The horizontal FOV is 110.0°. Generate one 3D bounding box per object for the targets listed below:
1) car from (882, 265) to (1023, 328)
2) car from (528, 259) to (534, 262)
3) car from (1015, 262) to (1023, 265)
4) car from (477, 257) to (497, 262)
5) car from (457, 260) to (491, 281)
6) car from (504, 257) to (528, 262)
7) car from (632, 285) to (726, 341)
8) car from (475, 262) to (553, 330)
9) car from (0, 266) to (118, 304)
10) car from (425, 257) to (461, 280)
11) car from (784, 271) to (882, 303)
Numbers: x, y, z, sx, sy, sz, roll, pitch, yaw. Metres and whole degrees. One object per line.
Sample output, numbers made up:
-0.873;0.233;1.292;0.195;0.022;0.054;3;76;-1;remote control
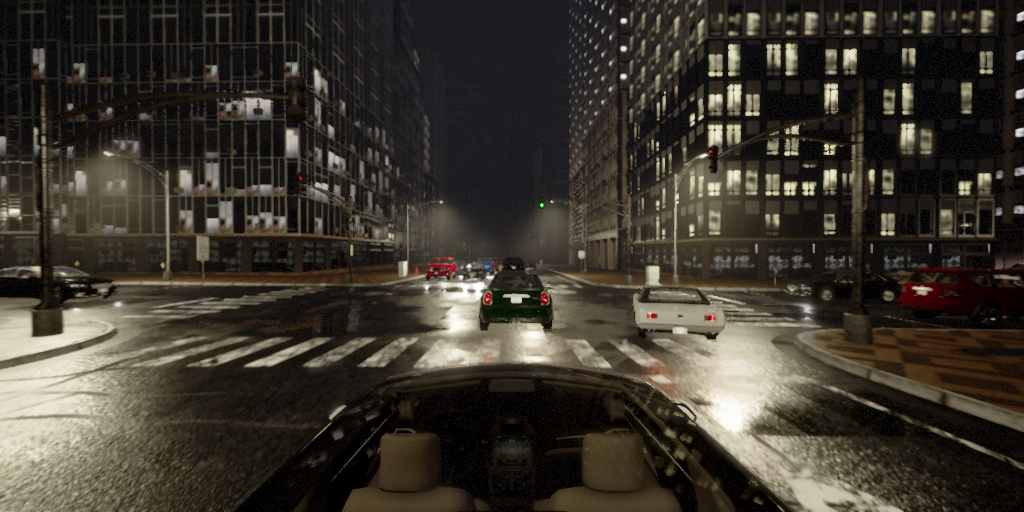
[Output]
16.205;1.342;12.055;5.009;1.841;2.192;0;0;1;car
3.317;1.604;63.228;2.033;1.411;5.357;0;0;0;car
26.441;1.279;17.647;5.566;2.045;2.150;1;1;1;car
-3.280;1.180;42.453;2.150;2.045;5.566;0;0;0;car
-3.311;1.401;32.289;2.128;1.511;4.902;0;0;0;car
0.136;1.139;34.122;2.150;2.045;5.566;0;0;0;car
4.542;1.494;10.393;1.895;1.301;4.718;0;-2;17;car
0.122;1.233;11.954;2.097;1.767;4.553;1;0;0;car
-19.795;1.172;15.276;4.902;1.511;2.128;1;1;1;car
-6.563;1.138;33.826;2.150;2.045;5.566;0;0;0;car
16.365;1.474;17.830;4.892;1.490;1.837;1;1;1;car
